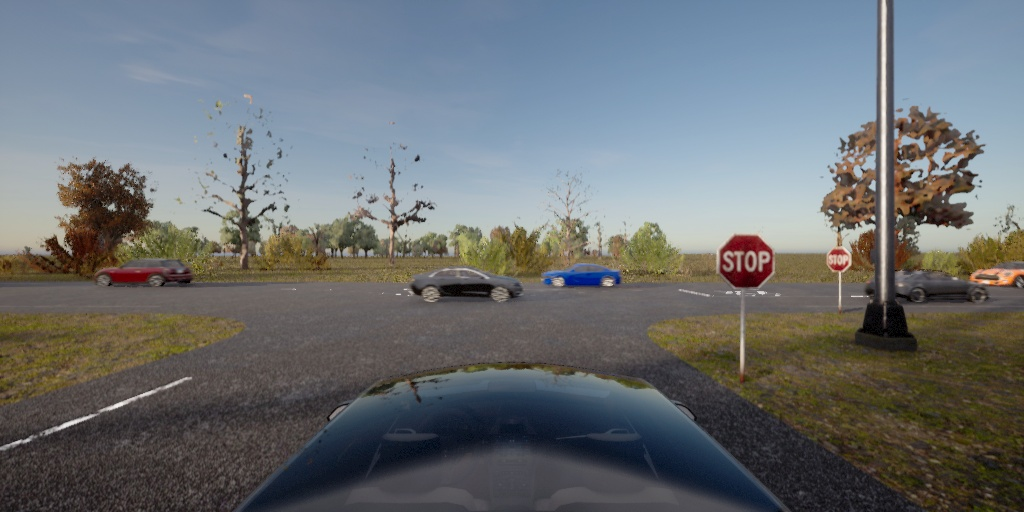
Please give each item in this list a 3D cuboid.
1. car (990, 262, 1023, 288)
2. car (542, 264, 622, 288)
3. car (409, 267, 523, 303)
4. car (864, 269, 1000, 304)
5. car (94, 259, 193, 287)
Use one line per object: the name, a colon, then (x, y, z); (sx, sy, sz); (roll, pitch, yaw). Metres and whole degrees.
car: (33.645, 1.167, 23.819); (4.553, 1.767, 2.097); (0, 0, -2)
car: (4.446, 1.244, 22.965); (5.008, 1.535, 1.882); (0, 0, -1)
car: (-1.995, 1.216, 15.801); (4.902, 1.511, 2.128); (0, 0, -1)
car: (18.786, 1.367, 16.365); (4.181, 1.385, 1.994); (0, 0, -2)
car: (-22.744, 0.966, 22.228); (4.553, 1.767, 2.097); (0, 0, -2)
